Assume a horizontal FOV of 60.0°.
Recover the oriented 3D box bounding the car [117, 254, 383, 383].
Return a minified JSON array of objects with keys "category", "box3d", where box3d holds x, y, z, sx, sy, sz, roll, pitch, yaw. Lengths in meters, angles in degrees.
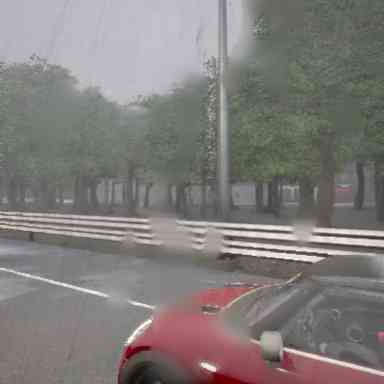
[{"category":"car","box3d":[1.467,1.355,2.823,4.553,1.767,2.097,-1,0,35]}]
